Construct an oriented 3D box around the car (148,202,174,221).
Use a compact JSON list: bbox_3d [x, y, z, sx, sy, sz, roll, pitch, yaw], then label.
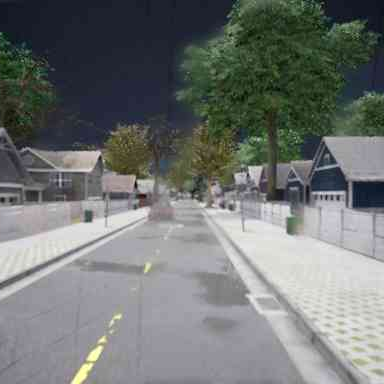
[{"bbox_3d":[-2.802,1.713,30.904,2.097,1.767,4.553,0,-1,0],"label":"car"}]
